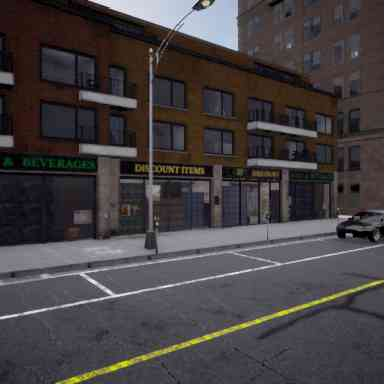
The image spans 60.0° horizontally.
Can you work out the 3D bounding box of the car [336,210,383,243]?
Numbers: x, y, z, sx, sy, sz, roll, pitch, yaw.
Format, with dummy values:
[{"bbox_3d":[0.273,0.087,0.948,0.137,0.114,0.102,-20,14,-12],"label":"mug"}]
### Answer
[{"bbox_3d":[8.836,1.567,16.200,4.313,1.339,1.947,0,0,-35],"label":"car"}]
